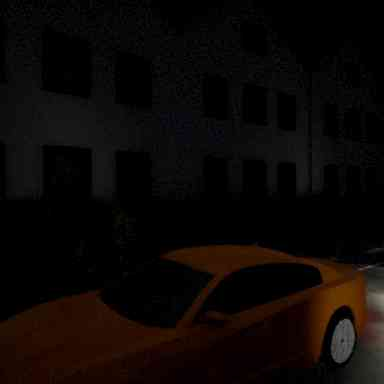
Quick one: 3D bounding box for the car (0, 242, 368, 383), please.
[{"bbox_3d":[0.204,1.463,4.138,5.008,1.535,1.882,0,0,-36],"label":"car"}]
